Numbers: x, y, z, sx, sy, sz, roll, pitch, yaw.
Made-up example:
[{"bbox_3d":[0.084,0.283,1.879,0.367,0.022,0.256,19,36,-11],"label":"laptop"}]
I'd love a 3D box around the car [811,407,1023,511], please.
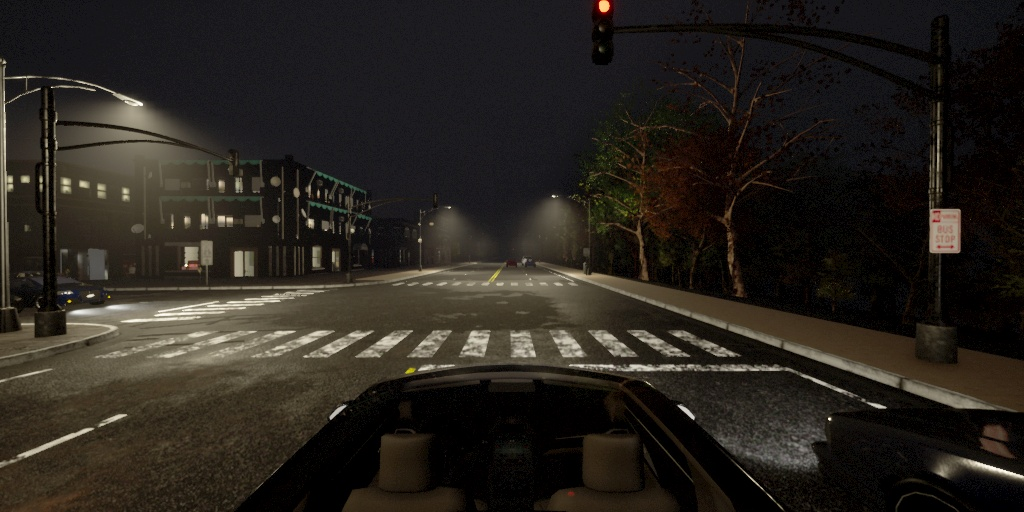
[{"bbox_3d":[3.354,1.298,0.392,2.033,1.411,5.357,0,0,0],"label":"car"}]

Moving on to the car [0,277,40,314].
[{"bbox_3d":[-19.973,1.564,12.496,4.313,1.339,1.948,0,0,0],"label":"car"}]

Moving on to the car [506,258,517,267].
[{"bbox_3d":[-0.051,1.198,63.140,1.882,1.535,5.008,0,0,0],"label":"car"}]

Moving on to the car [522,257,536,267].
[{"bbox_3d":[3.202,1.268,63.173,2.033,1.411,5.357,0,0,0],"label":"car"}]

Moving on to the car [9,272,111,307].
[{"bbox_3d":[-19.866,1.533,15.202,4.181,1.385,1.994,-1,1,0],"label":"car"}]
